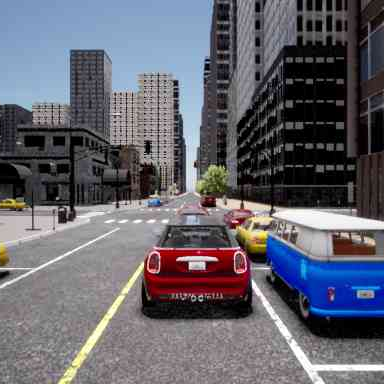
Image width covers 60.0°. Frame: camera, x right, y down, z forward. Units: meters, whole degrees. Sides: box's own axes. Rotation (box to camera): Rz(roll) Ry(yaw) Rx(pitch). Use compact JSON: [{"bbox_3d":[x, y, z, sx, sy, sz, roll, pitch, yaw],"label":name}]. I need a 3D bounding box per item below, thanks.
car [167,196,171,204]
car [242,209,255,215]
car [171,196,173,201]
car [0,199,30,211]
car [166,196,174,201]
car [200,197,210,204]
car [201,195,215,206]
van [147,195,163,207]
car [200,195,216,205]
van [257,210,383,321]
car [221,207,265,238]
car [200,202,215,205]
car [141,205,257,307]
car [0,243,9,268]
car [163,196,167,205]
[{"bbox_3d":[-5.782,1.529,67.262,1.967,1.590,4.097,0,0,0],"label":"car"},{"bbox_3d":[2.670,1.527,12.822,1.752,1.417,4.829,0,0,0],"label":"car"},{"bbox_3d":[-5.789,1.654,72.785,2.008,1.369,4.403,0,0,0],"label":"car"},{"bbox_3d":[-21.460,1.469,38.500,4.829,1.417,1.752,0,0,0],"label":"car"},{"bbox_3d":[-5.811,1.673,89.187,1.752,1.417,4.829,0,0,0],"label":"car"},{"bbox_3d":[2.599,1.655,67.275,1.947,1.339,4.313,0,0,0],"label":"car"},{"bbox_3d":[2.612,1.380,56.227,2.192,1.841,5.009,0,0,0],"label":"car"},{"bbox_3d":[-5.760,1.395,50.690,1.690,1.788,3.998,0,0,0],"label":"van"},{"bbox_3d":[2.619,1.369,50.703,2.192,1.841,5.009,0,0,0],"label":"car"},{"bbox_3d":[2.678,1.341,6.988,1.690,1.788,3.998,0,0,0],"label":"van"},{"bbox_3d":[2.663,1.587,18.315,1.802,1.307,4.206,0,0,0],"label":"car"},{"bbox_3d":[0.077,1.482,17.334,1.882,1.535,5.008,0,0,0],"label":"car"},{"bbox_3d":[0.088,1.352,8.127,2.097,1.767,4.553,0,0,0],"label":"car"},{"bbox_3d":[-5.701,1.525,6.807,1.752,1.417,4.829,0,0,0],"label":"car"},{"bbox_3d":[-5.767,1.505,56.213,1.967,1.590,4.097,0,0,0],"label":"car"}]
